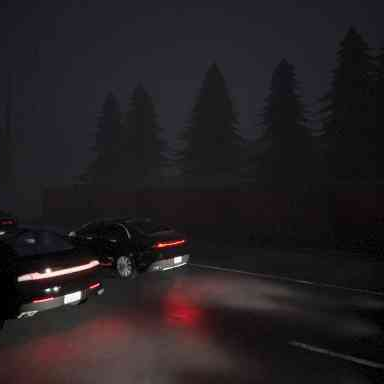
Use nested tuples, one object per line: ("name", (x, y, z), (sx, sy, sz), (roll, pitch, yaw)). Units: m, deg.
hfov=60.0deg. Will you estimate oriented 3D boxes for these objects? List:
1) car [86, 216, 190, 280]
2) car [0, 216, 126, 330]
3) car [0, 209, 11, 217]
("car", (-2.331, 1.505, 9.984), (4.892, 1.490, 1.837), (0, 0, 36))
("car", (-3.899, 1.492, 6.799), (4.902, 1.511, 2.128), (0, 0, 36))
("car", (-9.971, 1.505, 15.473), (4.892, 1.490, 1.837), (0, 0, 36))
